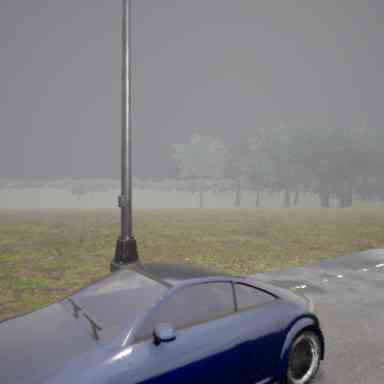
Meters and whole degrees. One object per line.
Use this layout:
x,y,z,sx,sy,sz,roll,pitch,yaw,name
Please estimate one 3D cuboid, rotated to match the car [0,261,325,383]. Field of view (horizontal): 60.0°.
-0.408,1.563,3.723,4.181,1.385,1.994,0,0,-36,car
